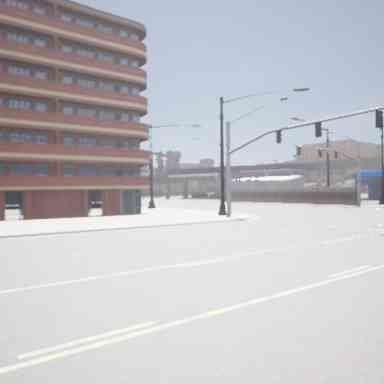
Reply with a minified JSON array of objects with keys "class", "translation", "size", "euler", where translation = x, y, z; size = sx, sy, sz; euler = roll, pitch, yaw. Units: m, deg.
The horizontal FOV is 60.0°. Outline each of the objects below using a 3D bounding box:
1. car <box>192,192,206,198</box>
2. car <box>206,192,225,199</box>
[{"class":"car","translation":[2.230,0.698,85.687],"size":[4.611,1.667,2.242],"euler":[-1,1,-35]},{"class":"car","translation":[6.199,0.844,81.465],"size":[3.806,1.475,1.970],"euler":[-1,1,-35]}]
